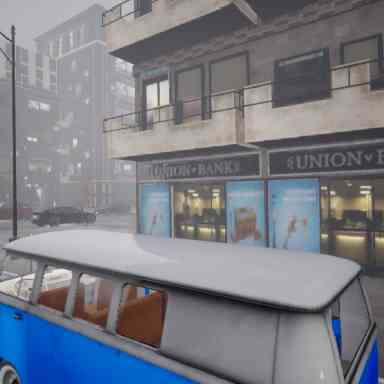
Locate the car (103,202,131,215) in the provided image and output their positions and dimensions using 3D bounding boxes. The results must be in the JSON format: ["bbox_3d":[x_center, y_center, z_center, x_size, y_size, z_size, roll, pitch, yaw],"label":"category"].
[{"bbox_3d":[-8.591,1.797,36.385,1.947,1.339,4.313,-2,-1,36],"label":"car"}]

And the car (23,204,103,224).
[{"bbox_3d":[-8.518,1.583,22.334,1.947,1.339,4.313,-2,-1,36],"label":"car"}]

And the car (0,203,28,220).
[{"bbox_3d":[-15.270,1.608,27.301,1.967,1.590,4.097,-2,-1,36],"label":"car"}]

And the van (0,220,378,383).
[{"bbox_3d":[-0.422,1.342,3.162,3.998,1.788,1.690,0,-1,36],"label":"van"}]
